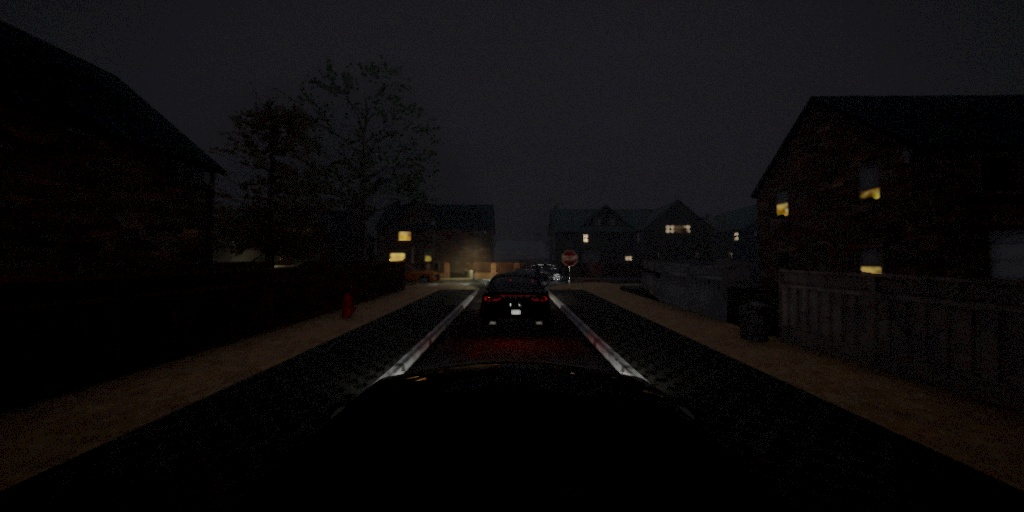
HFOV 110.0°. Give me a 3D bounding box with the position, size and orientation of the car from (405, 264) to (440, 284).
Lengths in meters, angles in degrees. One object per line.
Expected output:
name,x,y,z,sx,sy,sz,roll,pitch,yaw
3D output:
car,-7.831,1.357,26.445,5.008,1.535,1.882,0,-2,0

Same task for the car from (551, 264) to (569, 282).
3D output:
car,2.147,1.371,29.264,4.892,1.490,1.837,-1,-1,1

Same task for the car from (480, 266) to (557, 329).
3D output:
car,0.100,1.247,11.318,1.882,1.535,5.008,0,0,0

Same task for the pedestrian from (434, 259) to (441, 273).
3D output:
pedestrian,-6.716,1.168,32.299,0.375,1.860,0.375,0,-1,1

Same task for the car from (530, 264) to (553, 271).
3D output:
car,1.092,1.380,22.034,1.895,1.301,4.718,0,0,14
